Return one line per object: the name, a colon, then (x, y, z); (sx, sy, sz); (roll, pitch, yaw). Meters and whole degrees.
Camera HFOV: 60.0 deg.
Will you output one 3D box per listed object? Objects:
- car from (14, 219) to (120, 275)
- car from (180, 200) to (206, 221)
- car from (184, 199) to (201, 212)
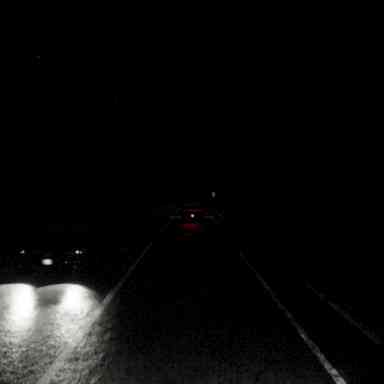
car: (-3.587, 1.546, 10.274); (1.994, 1.385, 4.181); (0, 0, 1)
car: (0.059, 1.545, 27.316); (1.837, 1.490, 4.892); (0, 0, 1)
car: (0.091, 1.751, 44.132); (2.128, 1.511, 4.902); (0, -1, 0)
